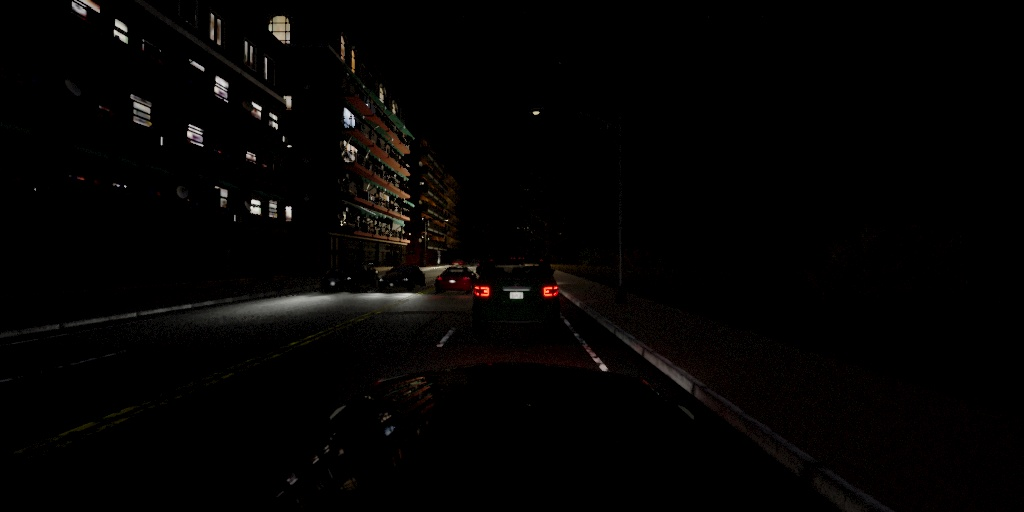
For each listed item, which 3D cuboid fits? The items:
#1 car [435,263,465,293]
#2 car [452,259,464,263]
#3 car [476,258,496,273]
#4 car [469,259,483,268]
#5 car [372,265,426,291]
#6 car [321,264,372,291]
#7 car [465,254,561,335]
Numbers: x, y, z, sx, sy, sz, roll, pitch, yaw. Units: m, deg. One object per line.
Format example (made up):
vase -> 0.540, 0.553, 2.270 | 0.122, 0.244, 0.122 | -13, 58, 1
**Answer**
car -> -3.105, 1.316, 20.699 | 1.994, 1.385, 4.181 | 0, 0, 0
car -> -9.645, 1.275, 64.392 | 1.812, 1.442, 4.674 | 0, 0, 1
car -> -3.045, 1.105, 43.519 | 2.097, 1.767, 4.553 | 0, 0, 0
car -> -6.397, 1.313, 64.549 | 1.994, 1.385, 4.181 | 0, 0, 1
car -> -6.550, 1.278, 21.825 | 1.812, 1.442, 4.674 | 0, 0, 0
car -> -9.800, 1.244, 22.068 | 2.128, 1.511, 4.902 | 0, 0, 0
car -> 0.116, 0.973, 10.687 | 2.150, 2.045, 5.566 | 0, 0, 0
